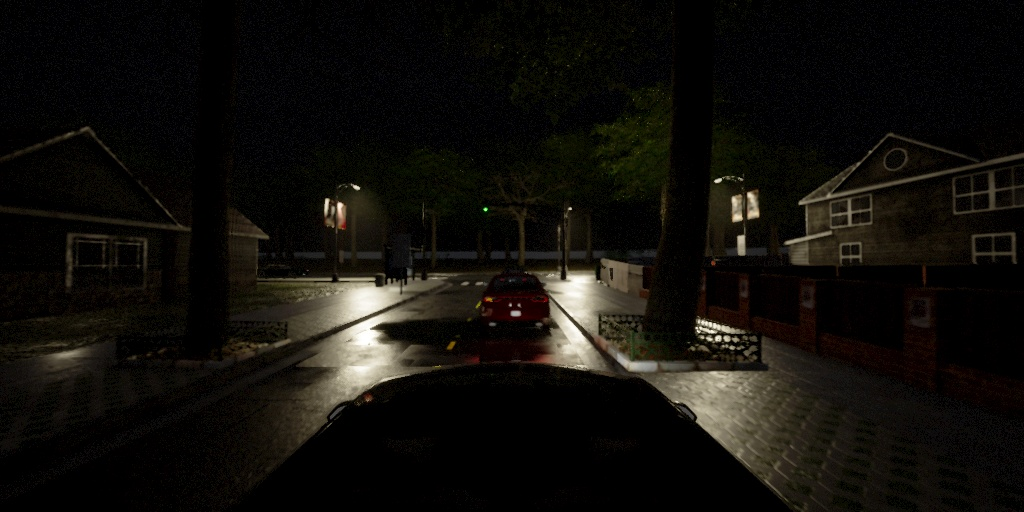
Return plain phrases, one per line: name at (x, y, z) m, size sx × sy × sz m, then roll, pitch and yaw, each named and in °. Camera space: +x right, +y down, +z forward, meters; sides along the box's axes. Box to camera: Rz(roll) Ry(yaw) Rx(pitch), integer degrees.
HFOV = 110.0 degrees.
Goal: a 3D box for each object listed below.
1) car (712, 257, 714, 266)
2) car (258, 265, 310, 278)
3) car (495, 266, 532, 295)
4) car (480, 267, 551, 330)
car at (21.913, 0.906, 42.065) m, size 4.553 × 1.767 × 2.097 m, roll -1°, pitch -1°, yaw 0°
car at (-22.732, 1.499, 35.389) m, size 4.718 × 1.301 × 1.895 m, roll 0°, pitch -1°, yaw 0°
car at (0.199, 1.371, 22.015) m, size 2.033 × 1.411 × 5.357 m, roll 0°, pitch 0°, yaw 3°
car at (0.096, 1.271, 11.284) m, size 1.882 × 1.535 × 5.008 m, roll 0°, pitch 0°, yaw 0°
